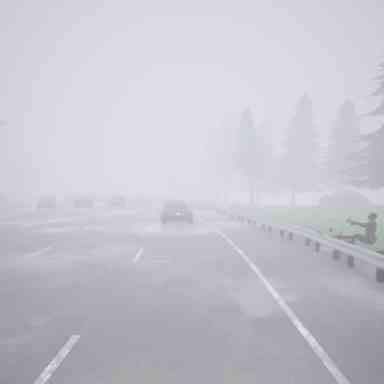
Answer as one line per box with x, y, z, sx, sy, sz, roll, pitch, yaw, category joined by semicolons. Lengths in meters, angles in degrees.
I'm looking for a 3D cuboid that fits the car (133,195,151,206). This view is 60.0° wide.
-6.687;1.055;42.241;1.895;1.301;4.718;0;1;-22;car

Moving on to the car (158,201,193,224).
-1.182;1.277;22.191;1.994;1.385;4.181;0;1;-9;car

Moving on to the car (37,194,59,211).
-14.749;1.100;34.044;2.033;1.411;5.357;0;1;-22;car

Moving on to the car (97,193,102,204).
-13.335;0.897;48.367;1.812;1.442;4.674;0;1;-29;car

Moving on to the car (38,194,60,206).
-19.249;0.962;44.630;2.033;1.411;5.357;0;1;-29;car

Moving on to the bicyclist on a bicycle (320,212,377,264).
4.894;1.274;10.006;1.620;1.656;0.582;-39;-25;17;bicyclist on a bicycle

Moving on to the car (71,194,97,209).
-11.706;1.009;35.883;1.882;1.535;5.008;0;1;-22;car

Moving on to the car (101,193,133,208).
-8.515;1.007;37.367;2.128;1.511;4.902;0;1;-22;car

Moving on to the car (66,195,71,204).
-16.403;0.991;46.697;1.895;1.301;4.718;0;1;-29;car
